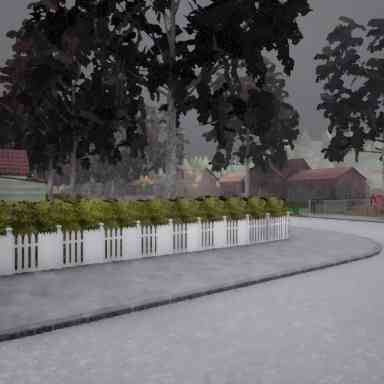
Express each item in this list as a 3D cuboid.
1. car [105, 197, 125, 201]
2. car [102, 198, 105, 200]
[{"bbox_3d":[-10.474,1.564,47.860,1.994,1.385,4.181,0,0,-34],"label":"car"},{"bbox_3d":[-15.453,1.564,62.022,1.994,1.385,4.181,0,0,-35],"label":"car"}]
